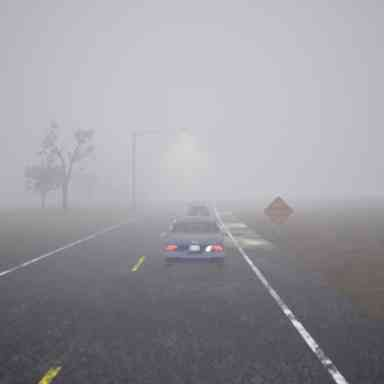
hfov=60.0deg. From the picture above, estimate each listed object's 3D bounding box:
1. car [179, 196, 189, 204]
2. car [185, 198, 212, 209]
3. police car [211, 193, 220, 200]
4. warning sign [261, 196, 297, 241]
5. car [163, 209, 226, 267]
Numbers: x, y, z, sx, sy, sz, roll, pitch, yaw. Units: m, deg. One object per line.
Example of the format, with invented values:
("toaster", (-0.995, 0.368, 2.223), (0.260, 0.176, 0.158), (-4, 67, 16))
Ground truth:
("car", (-1.216, 1.438, 60.187), (1.812, 1.442, 4.674), (0, 0, 5))
("car", (0.648, 1.486, 29.210), (1.812, 1.442, 4.674), (0, 0, 3))
("police car", (6.041, 1.278, 88.977), (1.930, 1.638, 5.238), (0, 0, 6))
("warning sign", (3.702, 1.097, 14.252), (1.300, 1.860, 1.060), (0, 0, 1))
("car", (0.131, 1.533, 11.358), (2.033, 1.411, 5.357), (0, 0, 1))
